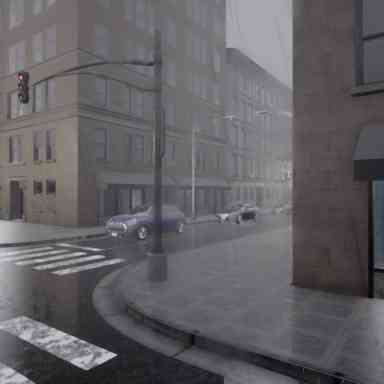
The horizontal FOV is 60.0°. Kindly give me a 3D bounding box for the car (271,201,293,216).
[{"bbox_3d":[9.888,1.686,34.674,2.128,1.511,4.902,0,0,35],"label":"car"}]

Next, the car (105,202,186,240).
[{"bbox_3d":[-2.335,1.430,17.538,2.097,1.767,4.553,0,0,36],"label":"car"}]

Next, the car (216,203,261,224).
[{"bbox_3d":[3.681,1.627,25.951,2.128,1.511,4.902,0,0,36],"label":"car"}]
